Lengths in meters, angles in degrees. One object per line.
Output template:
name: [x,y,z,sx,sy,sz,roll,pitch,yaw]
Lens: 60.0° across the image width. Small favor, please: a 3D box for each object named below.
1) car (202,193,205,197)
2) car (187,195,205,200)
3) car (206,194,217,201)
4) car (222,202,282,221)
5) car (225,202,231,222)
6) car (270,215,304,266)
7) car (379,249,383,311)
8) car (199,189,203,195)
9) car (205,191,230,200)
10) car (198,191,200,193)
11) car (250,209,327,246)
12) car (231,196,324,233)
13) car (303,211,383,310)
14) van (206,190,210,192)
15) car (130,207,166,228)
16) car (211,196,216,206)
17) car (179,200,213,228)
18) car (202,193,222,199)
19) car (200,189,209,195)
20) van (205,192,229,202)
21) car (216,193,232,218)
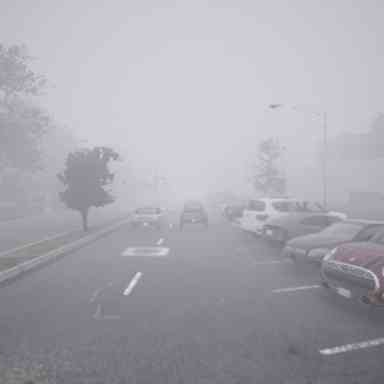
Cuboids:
car: [5.093,1.326,61.293,4.892,1.521,2.231,1,0,-20]
car: [0.119,1.482,40.124,2.128,1.511,4.902,0,0,0]
car: [5.068,1.443,49.328,4.792,1.488,2.163,1,1,-20]
car: [5.088,1.599,28.326,4.674,1.452,2.002,1,1,-20]
car: [4.908,1.577,19.252,5.366,1.575,1.946,1,0,-20]
car: [5.078,1.603,10.300,4.674,1.452,2.002,1,0,-20]
car: [5.075,1.563,4.300,4.674,1.452,2.002,1,0,-20]
car: [5.132,1.008,70.255,5.566,2.045,2.435,1,0,-20]
car: [5.068,1.243,55.317,4.553,1.767,2.185,1,0,-20]
car: [4.936,1.123,82.112,5.366,1.575,1.946,1,1,-20]
car: [5.103,1.602,13.325,4.792,1.488,2.163,1,0,-20]
car: [5.107,1.329,16.324,5.566,2.045,2.435,1,0,-20]
car: [5.106,1.418,7.312,4.553,1.767,2.185,1,0,-20]
van: [5.209,1.123,58.351,4.442,1.987,1.878,1,0,-20]
car: [-2.889,1.690,22.794,1.895,1.301,4.718,0,0,0]
car: [5.062,1.531,37.322,4.792,1.488,2.163,1,1,-20]
car: [0.111,1.580,23.087,2.128,1.511,4.902,0,0,0]
car: [5.135,1.115,85.182,4.792,1.488,2.163,0,1,-20]
car: [5.078,1.052,64.259,5.566,2.045,2.435,1,1,-20]
van: [4.996,1.055,67.213,4.442,1.987,1.878,1,1,-20]
car: [5.060,1.323,25.305,5.566,2.045,2.435,1,1,-20]
